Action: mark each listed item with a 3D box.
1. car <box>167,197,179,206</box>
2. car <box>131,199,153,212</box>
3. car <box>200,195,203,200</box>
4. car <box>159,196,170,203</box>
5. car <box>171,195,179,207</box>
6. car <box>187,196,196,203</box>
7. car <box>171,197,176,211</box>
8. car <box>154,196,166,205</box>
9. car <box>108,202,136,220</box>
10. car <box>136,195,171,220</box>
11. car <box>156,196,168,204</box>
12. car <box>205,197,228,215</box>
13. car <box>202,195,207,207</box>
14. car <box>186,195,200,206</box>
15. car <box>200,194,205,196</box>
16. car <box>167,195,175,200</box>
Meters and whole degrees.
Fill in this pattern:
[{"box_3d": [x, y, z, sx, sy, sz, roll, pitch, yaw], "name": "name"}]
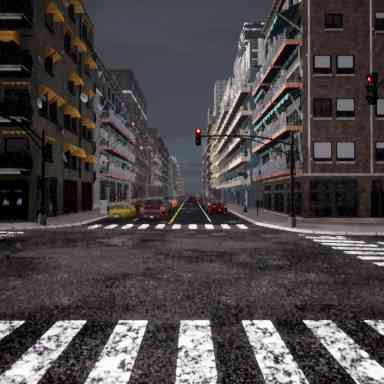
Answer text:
[{"box_3d": [-3.249, 1.617, 57.224, 1.895, 1.301, 4.718, 0, 0, 0], "name": "car"}, {"box_3d": [-5.811, 1.554, 39.048, 1.887, 1.381, 4.507, 1, 0, 0], "name": "car"}, {"box_3d": [2.533, 1.596, 50.108, 1.802, 1.307, 4.206, 1, 0, 0], "name": "car"}, {"box_3d": [-5.920, 1.568, 72.189, 1.887, 1.381, 4.507, 1, 0, 0], "name": "car"}, {"box_3d": [-3.246, 1.365, 47.366, 2.097, 1.767, 4.553, 0, 0, 0], "name": "car"}, {"box_3d": [-0.151, 1.623, 70.025, 1.895, 1.301, 4.718, 0, 0, 0], "name": "car"}, {"box_3d": [-3.224, 1.557, 37.576, 2.033, 1.411, 5.357, 0, 0, 0], "name": "car"}, {"box_3d": [-5.883, 1.543, 60.972, 1.752, 1.417, 4.829, 1, 0, 0], "name": "car"}, {"box_3d": [-5.773, 1.532, 27.831, 1.752, 1.417, 4.829, 1, 0, 0], "name": "car"}, {"box_3d": [-3.166, 1.359, 28.084, 2.097, 1.767, 4.553, 0, 0, -1], "name": "car"}, {"box_3d": [-5.902, 1.572, 66.665, 2.008, 1.369, 4.403, 1, 0, 0], "name": "car"}, {"box_3d": [2.588, 1.553, 33.538, 1.887, 1.381, 4.507, 1, 0, 0], "name": "car"}, {"box_3d": [2.571, 1.450, 39.062, 1.967, 1.590, 4.097, 1, 0, 0], "name": "car"}, {"box_3d": [-0.086, 1.522, 56.907, 1.837, 1.490, 4.892, 0, 0, 0], "name": "car"}, {"box_3d": [2.732, 1.380, 81.851, 2.097, 1.767, 4.553, 0, 0, 0], "name": "car"}, {"box_3d": [-5.992, 1.587, 94.282, 2.008, 1.369, 4.403, 1, 0, 0], "name": "car"}]
